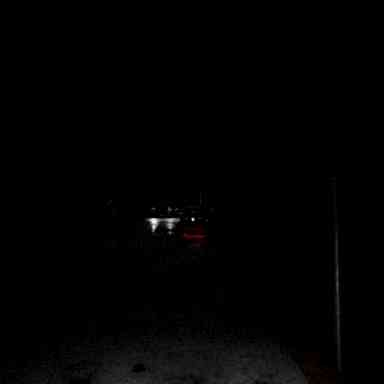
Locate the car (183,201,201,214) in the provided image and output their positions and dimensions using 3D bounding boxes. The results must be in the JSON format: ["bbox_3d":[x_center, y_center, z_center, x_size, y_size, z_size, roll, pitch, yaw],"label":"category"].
[{"bbox_3d":[-0.026,1.970,43.003,2.128,1.511,4.902,0,-1,0],"label":"car"}]

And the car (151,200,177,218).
[{"bbox_3d":[-2.925,1.648,33.653,2.097,1.767,4.553,0,-1,0],"label":"car"}]

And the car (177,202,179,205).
[{"bbox_3d":[-2.706,2.868,74.867,2.033,1.411,5.357,0,-2,2],"label":"car"}]

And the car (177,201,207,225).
[{"bbox_3d":[0.058,1.672,25.241,1.837,1.490,4.892,0,-1,0],"label":"car"}]
